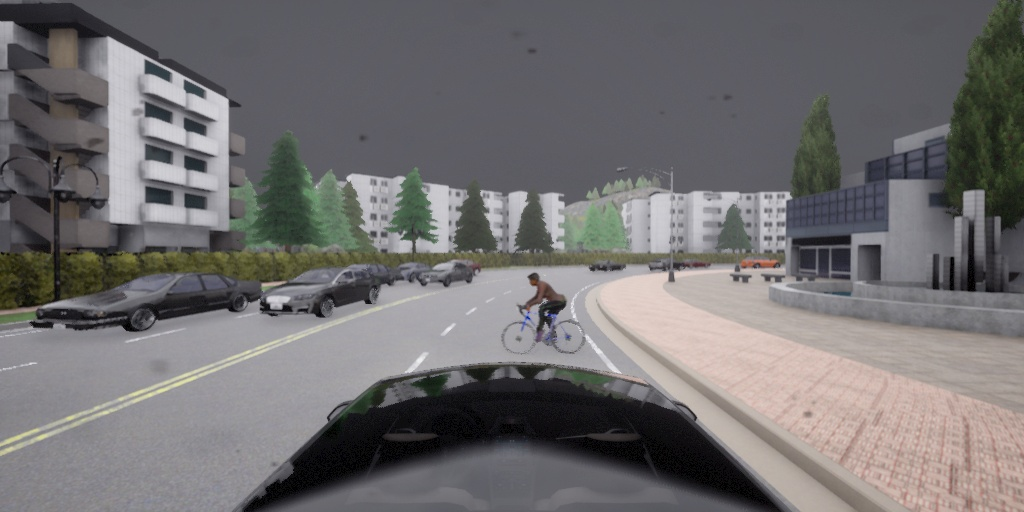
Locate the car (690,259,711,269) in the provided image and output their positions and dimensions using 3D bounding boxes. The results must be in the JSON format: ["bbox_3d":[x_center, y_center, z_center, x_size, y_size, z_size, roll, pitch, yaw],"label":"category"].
[{"bbox_3d":[23.650,1.014,46.787,4.718,1.301,1.895,0,0,-23],"label":"car"}]

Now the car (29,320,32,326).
[{"bbox_3d":[-7.019,1.221,1.988,1.882,1.535,5.008,0,0,1],"label":"car"}]

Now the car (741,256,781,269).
[{"bbox_3d":[31.533,0.781,45.430,4.553,1.767,2.097,0,0,-13],"label":"car"}]

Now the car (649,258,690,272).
[{"bbox_3d":[16.904,0.959,39.141,4.902,1.511,2.128,0,0,-37],"label":"car"}]

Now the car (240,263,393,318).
[{"bbox_3d":[-6.415,1.153,12.626,2.128,1.511,4.902,0,0,7],"label":"car"}]

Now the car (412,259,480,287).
[{"bbox_3d":[-4.055,1.107,22.905,1.812,1.442,4.674,0,0,20],"label":"car"}]

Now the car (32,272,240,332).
[{"bbox_3d":[-10.195,1.219,10.891,2.033,1.411,5.357,0,0,5],"label":"car"}]

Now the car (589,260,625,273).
[{"bbox_3d":[10.212,1.073,38.190,4.718,1.301,1.895,0,1,-45],"label":"car"}]

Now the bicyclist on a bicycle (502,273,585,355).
[{"bbox_3d":[0.608,1.148,7.044,1.656,1.620,0.582,-1,0,0],"label":"bicyclist on a bicycle"}]

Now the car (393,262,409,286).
[{"bbox_3d":[-8.486,1.142,20.846,2.033,1.411,5.357,0,0,16],"label":"car"}]

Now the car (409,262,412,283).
[{"bbox_3d":[-7.056,1.124,25.487,1.994,1.385,4.181,0,0,21],"label":"car"}]
